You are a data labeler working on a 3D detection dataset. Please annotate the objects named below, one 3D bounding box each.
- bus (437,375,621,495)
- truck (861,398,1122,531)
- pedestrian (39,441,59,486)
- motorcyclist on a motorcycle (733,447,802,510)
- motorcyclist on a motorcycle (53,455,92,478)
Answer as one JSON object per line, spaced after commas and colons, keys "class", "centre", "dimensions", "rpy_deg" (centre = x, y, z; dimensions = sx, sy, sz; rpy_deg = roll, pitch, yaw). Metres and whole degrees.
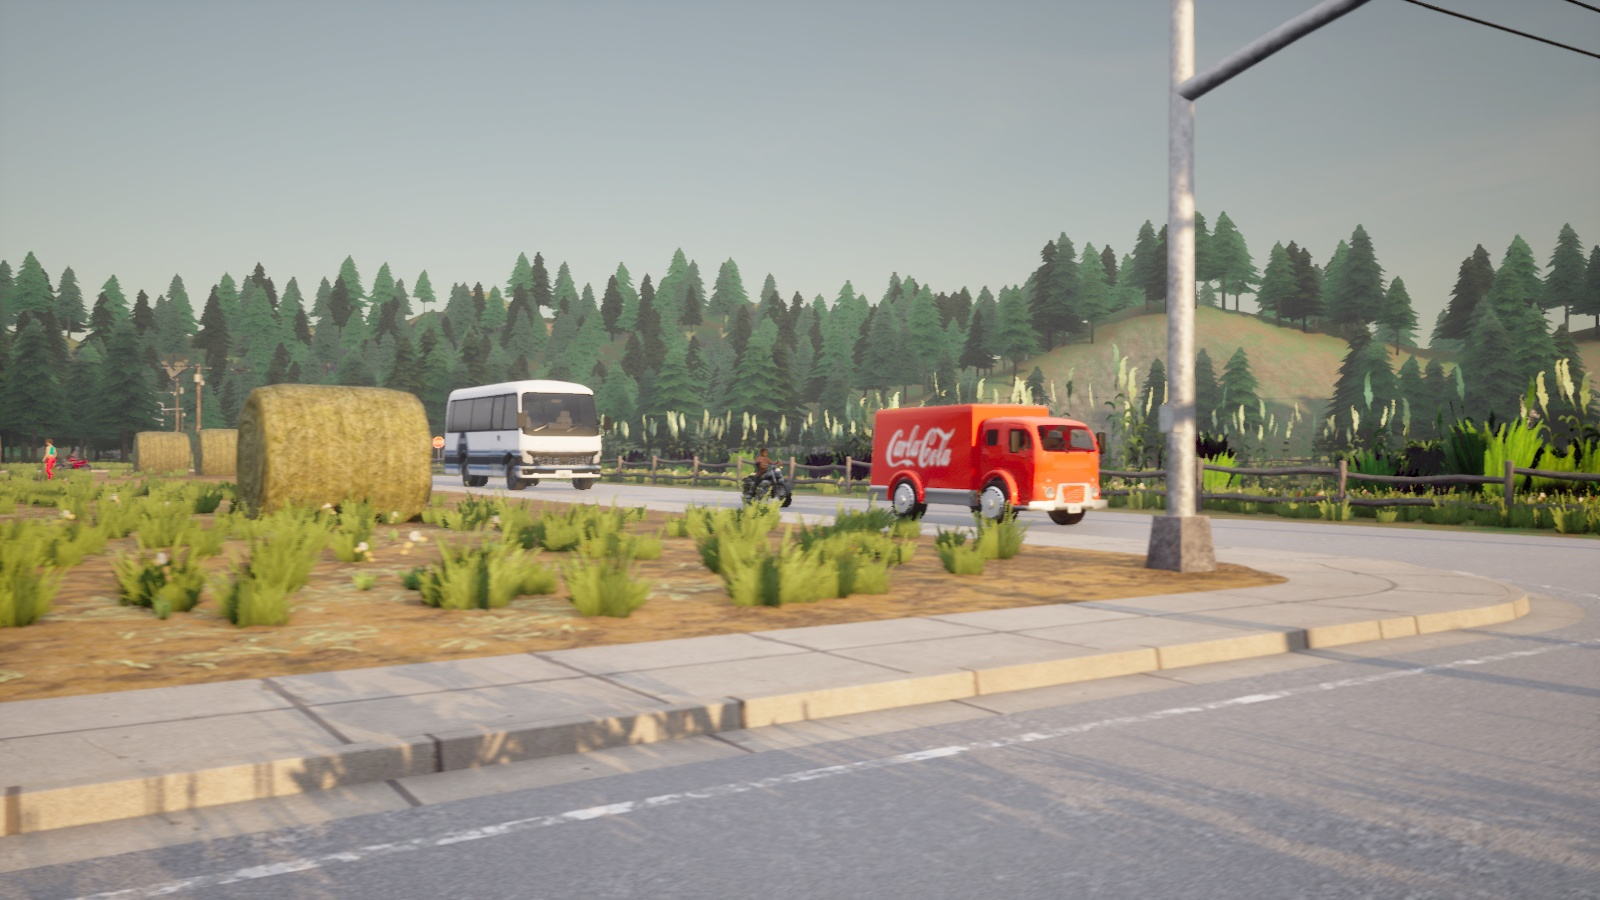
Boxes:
{"class": "bus", "centre": [-11.082, -0.521, 50.191], "dimensions": [3.944, 4.253, 10.273], "rpy_deg": [0, 0, -32]}
{"class": "truck", "centre": [3.856, 0.279, 26.279], "dimensions": [2.627, 2.467, 5.204], "rpy_deg": [0, 0, -32]}
{"class": "pedestrian", "centre": [-30.911, 0.552, 51.694], "dimensions": [0.594, 1.836, 0.345], "rpy_deg": [0, 0, 8]}
{"class": "motorcyclist on a motorcycle", "centre": [-0.897, 0.745, 33.893], "dimensions": [0.766, 1.649, 2.350], "rpy_deg": [0, 0, -32]}
{"class": "motorcyclist on a motorcycle", "centre": [-48.634, 1.087, 83.941], "dimensions": [2.191, 1.530, 0.866], "rpy_deg": [0, 0, -35]}
